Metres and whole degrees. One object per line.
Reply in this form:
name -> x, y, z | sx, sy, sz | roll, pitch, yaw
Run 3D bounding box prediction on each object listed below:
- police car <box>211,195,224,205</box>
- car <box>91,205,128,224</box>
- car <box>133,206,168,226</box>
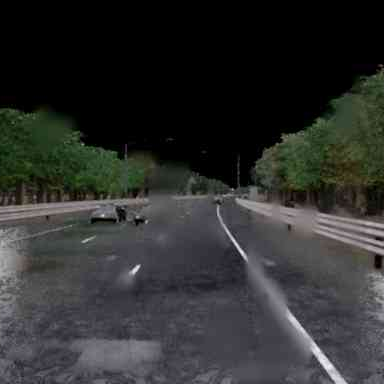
police car -> 4.980, 1.759, 68.886 | 1.930, 1.638, 5.238 | 0, 0, 6
car -> -6.302, 1.657, 25.778 | 1.994, 1.385, 4.181 | 0, 0, 2
car -> -2.871, 1.691, 24.233 | 1.895, 1.301, 4.718 | 0, 0, 2
